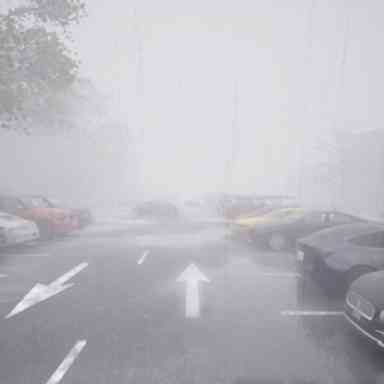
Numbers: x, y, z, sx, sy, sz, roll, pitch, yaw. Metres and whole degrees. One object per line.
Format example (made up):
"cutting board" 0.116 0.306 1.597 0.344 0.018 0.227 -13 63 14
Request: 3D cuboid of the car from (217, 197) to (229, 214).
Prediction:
"car" 4.765 1.420 27.098 4.792 1.488 2.163 0 0 0

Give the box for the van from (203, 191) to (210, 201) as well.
"van" 4.609 1.100 57.934 4.442 1.987 1.878 0 0 0

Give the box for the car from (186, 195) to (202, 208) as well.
"car" 0.085 1.471 46.218 1.895 1.301 4.718 0 0 0

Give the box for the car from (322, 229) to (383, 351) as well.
"car" 4.748 1.455 4.679 4.892 1.521 2.231 0 0 0

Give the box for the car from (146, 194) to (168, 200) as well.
"car" -8.355 1.226 79.632 5.008 1.535 2.097 0 0 0

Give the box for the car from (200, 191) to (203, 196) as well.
"car" 4.752 1.062 63.541 5.566 2.045 2.435 0 0 0

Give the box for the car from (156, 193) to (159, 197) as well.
"car" -8.324 1.362 54.646 4.792 1.488 2.163 0 0 0

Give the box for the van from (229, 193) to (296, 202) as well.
"van" 4.855 1.176 21.491 4.442 1.987 1.878 0 0 0

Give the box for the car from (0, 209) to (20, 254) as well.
"car" -8.333 1.432 10.089 5.008 1.535 2.097 0 0 0

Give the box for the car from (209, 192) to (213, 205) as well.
"car" 4.763 1.235 41.114 4.553 1.767 2.185 0 0 0

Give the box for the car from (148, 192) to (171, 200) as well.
"car" -8.334 0.923 85.182 5.566 2.045 2.435 0 1 0

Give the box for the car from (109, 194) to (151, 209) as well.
"car" -8.355 1.357 43.542 4.892 1.521 2.231 0 0 0

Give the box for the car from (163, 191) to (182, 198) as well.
"car" -3.315 1.066 57.588 2.150 2.045 5.566 0 0 1

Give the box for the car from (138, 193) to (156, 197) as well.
"car" -8.165 1.347 46.319 5.366 1.575 1.946 0 0 0

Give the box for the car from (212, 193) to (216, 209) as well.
"car" 4.702 1.247 35.507 4.553 1.767 2.185 0 0 0

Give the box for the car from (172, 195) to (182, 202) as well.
"car" -3.274 1.320 73.243 1.812 1.442 4.674 0 0 0

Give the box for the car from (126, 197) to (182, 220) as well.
"car" -3.105 1.416 27.097 1.837 1.490 4.892 3 -2 -41

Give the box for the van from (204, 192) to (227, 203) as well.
"van" 4.607 1.082 66.342 4.442 1.987 1.878 0 0 0

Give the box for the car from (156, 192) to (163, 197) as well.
"car" -8.540 1.318 60.198 5.366 1.575 1.946 0 0 0

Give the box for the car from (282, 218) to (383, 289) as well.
"car" 4.772 1.471 7.477 4.792 1.488 2.163 0 0 0

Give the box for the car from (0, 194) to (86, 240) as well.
"car" -8.311 1.163 15.656 5.566 2.045 2.435 0 0 0

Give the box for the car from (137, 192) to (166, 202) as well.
"car" -8.329 1.047 68.525 5.566 2.045 2.435 0 0 0

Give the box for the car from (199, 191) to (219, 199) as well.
"car" 4.743 0.831 94.383 5.566 2.045 2.435 0 1 0

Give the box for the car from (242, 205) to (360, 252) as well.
"car" 4.746 1.421 13.085 5.008 1.535 2.097 0 0 0

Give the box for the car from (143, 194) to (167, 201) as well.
"car" -8.544 1.246 76.855 5.366 1.575 1.946 0 0 0

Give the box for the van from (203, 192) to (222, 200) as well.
"van" 4.835 0.995 80.364 4.442 1.987 1.878 0 1 0

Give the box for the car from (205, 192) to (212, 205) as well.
"car" 4.697 1.212 52.327 4.553 1.767 2.185 0 0 0

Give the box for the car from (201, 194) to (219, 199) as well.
"car" 4.713 1.178 88.779 4.674 1.452 2.002 0 1 0

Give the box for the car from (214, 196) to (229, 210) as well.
"car" 4.740 1.384 29.901 5.008 1.535 2.097 0 0 0

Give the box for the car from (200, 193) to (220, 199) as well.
"car" 4.900 1.107 91.582 5.366 1.575 1.946 0 1 0

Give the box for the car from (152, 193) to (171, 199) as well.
"car" -8.370 1.118 90.736 5.008 1.535 2.097 0 1 0

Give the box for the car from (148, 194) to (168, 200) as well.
"car" -8.356 1.203 82.410 4.892 1.521 2.231 0 1 0

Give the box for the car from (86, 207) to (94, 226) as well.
"car" -8.312 1.158 18.318 5.566 2.045 2.435 0 0 0

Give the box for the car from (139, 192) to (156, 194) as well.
"car" -8.383 1.213 51.869 4.553 1.767 2.185 0 0 0

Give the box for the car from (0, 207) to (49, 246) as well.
"car" -8.336 1.462 12.749 4.674 1.452 2.002 0 0 0

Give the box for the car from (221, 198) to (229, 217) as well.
"car" 4.766 1.426 24.295 4.792 1.488 2.163 0 0 0

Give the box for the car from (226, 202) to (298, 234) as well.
"car" 4.554 1.411 15.885 5.366 1.575 1.946 0 0 0

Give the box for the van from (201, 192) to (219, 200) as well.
"van" 4.600 0.940 85.974 4.442 1.987 1.878 0 1 0

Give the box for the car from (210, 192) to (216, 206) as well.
"car" 4.764 1.241 38.311 4.553 1.767 2.185 0 0 0

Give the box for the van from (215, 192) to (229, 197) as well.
"van" 4.851 1.153 32.704 4.442 1.987 1.878 0 0 0

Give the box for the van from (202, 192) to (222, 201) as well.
"van" 4.603 1.017 77.562 4.442 1.987 1.878 0 0 0
